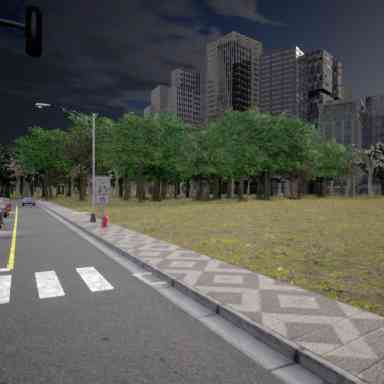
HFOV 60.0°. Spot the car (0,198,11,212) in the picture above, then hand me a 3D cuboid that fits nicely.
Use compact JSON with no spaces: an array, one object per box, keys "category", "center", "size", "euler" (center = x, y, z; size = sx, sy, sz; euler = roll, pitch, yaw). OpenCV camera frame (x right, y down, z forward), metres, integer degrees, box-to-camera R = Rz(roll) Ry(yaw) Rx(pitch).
[{"category":"car","center":[-22.088,1.454,38.687],"size":[1.837,1.490,4.892],"euler":[0,0,-28]}]

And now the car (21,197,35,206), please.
[{"category":"car","center":[-26.232,1.474,53.301],"size":[2.033,1.411,5.357],"euler":[0,0,-29]}]

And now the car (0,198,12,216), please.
[{"category":"car","center":[-17.353,1.442,29.542],"size":[1.882,1.535,5.008],"euler":[0,0,-27]}]

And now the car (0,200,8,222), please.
[{"category":"car","center":[-13.026,1.480,21.140],"size":[1.837,1.490,4.892],"euler":[0,0,-27]}]

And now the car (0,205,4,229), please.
[{"category":"car","center":[-8.784,1.475,12.959],"size":[2.128,1.511,4.902],"euler":[0,0,-27]}]
